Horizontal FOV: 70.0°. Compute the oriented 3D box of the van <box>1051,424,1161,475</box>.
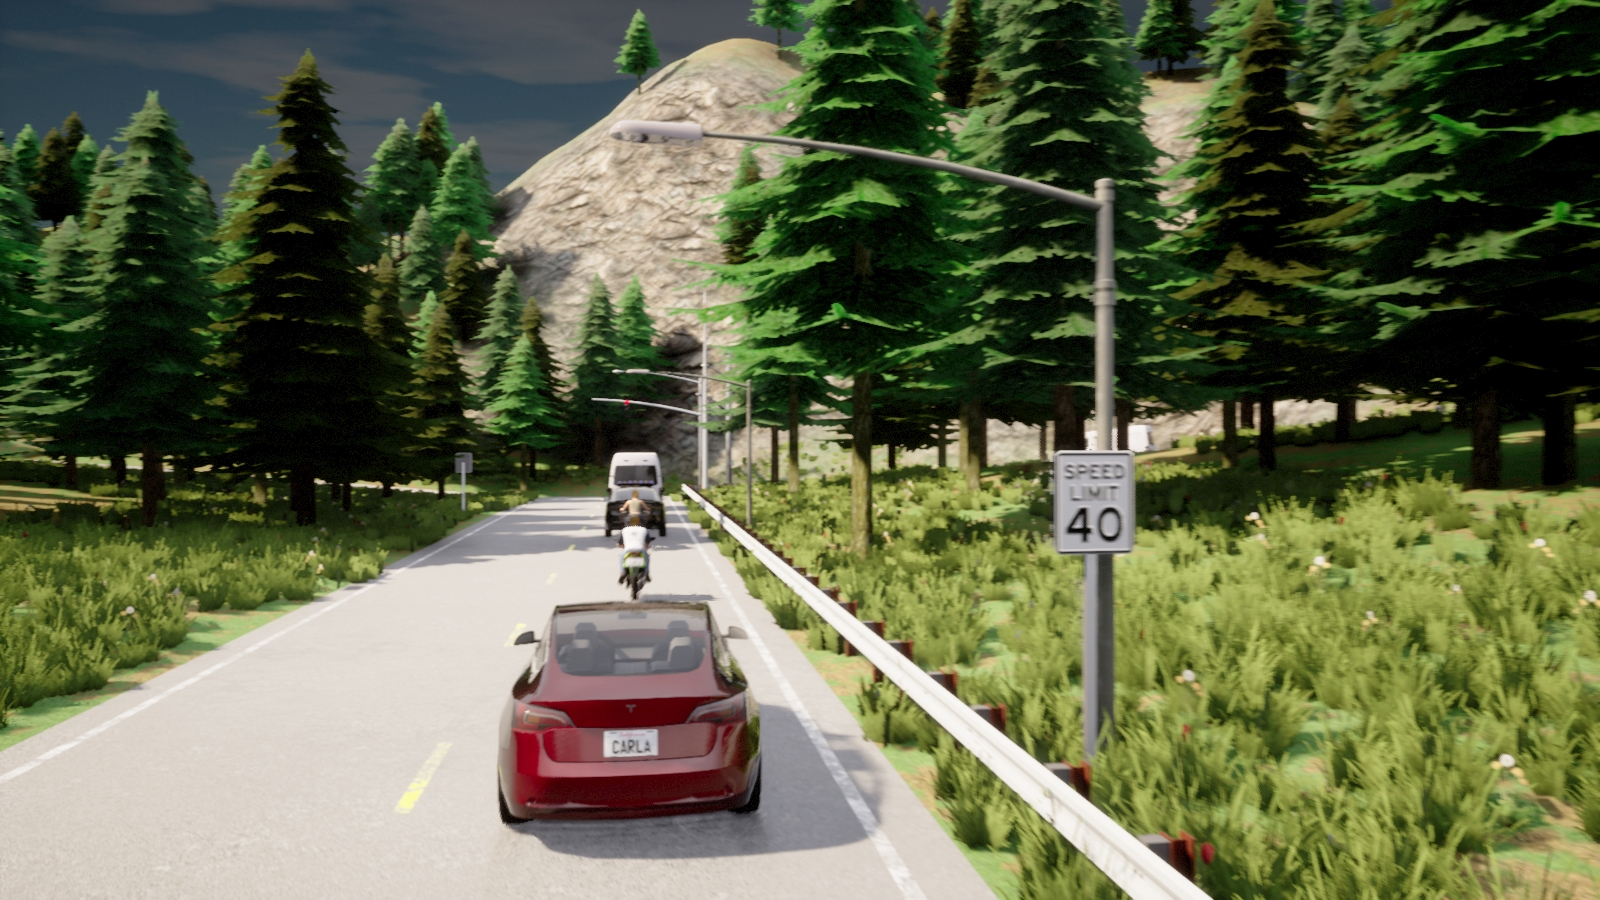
[{"bbox_3d":[18.504,-0.013,69.260,5.915,2.561,1.988,-5,-2,30],"label":"van"}]

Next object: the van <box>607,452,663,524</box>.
[{"bbox_3d":[-6.340,1.377,44.054,1.988,2.561,5.915,0,0,-8],"label":"van"}]

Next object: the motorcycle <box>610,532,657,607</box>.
[{"bbox_3d":[-3.027,2.135,20.784,0.803,1.145,2.033,0,0,-8],"label":"motorcycle"}]

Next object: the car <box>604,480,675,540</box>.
[{"bbox_3d":[-5.173,1.850,36.729,2.097,1.638,5.238,0,0,-8],"label":"car"}]

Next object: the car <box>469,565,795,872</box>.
[{"bbox_3d":[-1.444,2.023,10.047,2.163,1.488,4.792,0,0,-8],"label":"car"}]
